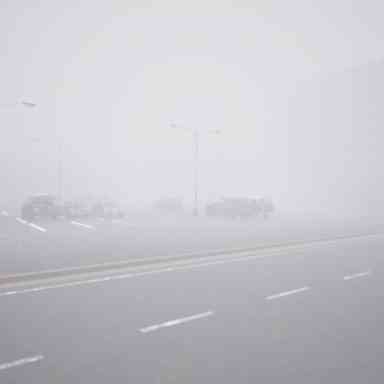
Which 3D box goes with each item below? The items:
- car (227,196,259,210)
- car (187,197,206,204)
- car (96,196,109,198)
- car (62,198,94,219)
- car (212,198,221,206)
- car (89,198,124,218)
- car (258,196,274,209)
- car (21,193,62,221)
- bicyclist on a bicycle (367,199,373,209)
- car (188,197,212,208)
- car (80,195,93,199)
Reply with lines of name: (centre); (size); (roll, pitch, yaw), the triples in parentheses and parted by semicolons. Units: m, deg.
car: (9.447, 1.955, 61.826); (2.128, 1.511, 4.902); (1, 0, -35)
car: (1.018, 1.844, 73.724); (1.812, 1.442, 4.674); (1, 0, -35)
car: (-11.523, 1.607, 45.218); (1.970, 1.475, 3.806); (1, 0, -35)
car: (-9.927, 1.494, 27.882); (1.784, 1.438, 3.905); (1, 0, -35)
car: (3.874, 1.905, 75.747); (1.994, 1.385, 4.181); (1, 0, -35)
car: (-7.559, 1.552, 29.546); (1.970, 1.475, 3.806); (1, 0, -35)
car: (12.476, 2.043, 63.600); (2.033, 1.411, 5.357); (1, 0, -35)
car: (-12.092, 1.258, 26.299); (1.932, 1.855, 4.605); (1, 0, -35)
bicyclist on a bicycle: (26.810, 1.832, 50.077); (1.656, 1.620, 0.582); (0, 0, -35)
car: (1.360, 1.956, 67.173); (1.812, 1.442, 4.674); (1, -1, -35)
car: (-19.352, 1.394, 61.066); (1.905, 1.878, 3.866); (1, 0, -35)
